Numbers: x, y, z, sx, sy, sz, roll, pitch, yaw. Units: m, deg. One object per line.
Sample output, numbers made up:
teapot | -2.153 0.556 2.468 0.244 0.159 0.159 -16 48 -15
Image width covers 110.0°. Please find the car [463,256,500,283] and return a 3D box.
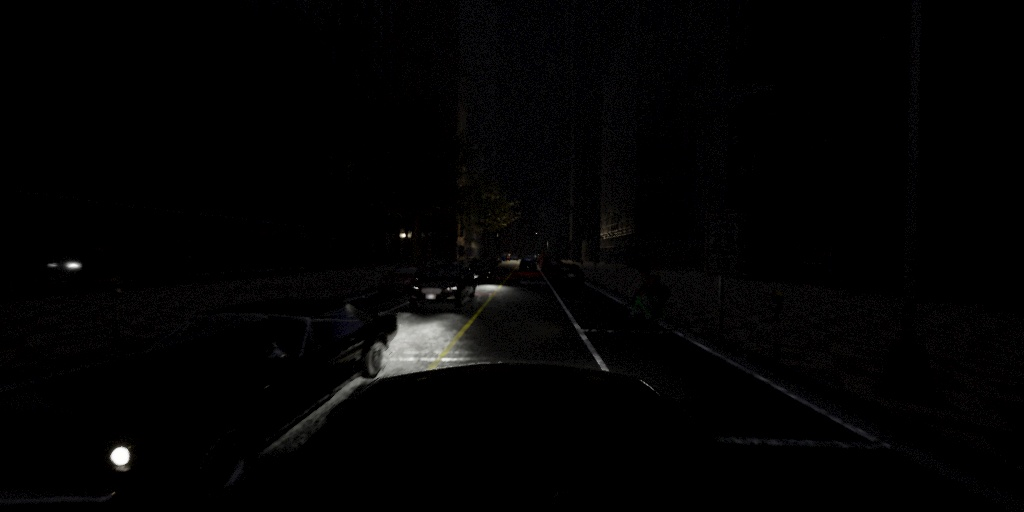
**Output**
car | -2.107 0.990 24.822 1.837 1.490 4.892 1 1 3

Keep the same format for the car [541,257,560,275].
car | 4.087 1.044 34.499 1.888 1.381 4.507 0 0 3

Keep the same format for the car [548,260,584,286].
car | 3.571 1.159 23.234 1.948 1.339 4.313 0 0 3

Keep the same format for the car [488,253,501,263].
car | -3.393 0.494 57.429 2.192 1.841 5.009 0 0 3

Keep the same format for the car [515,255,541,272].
car | 1.761 0.907 39.488 2.128 1.511 4.902 1 0 2

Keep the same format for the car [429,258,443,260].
car | -4.945 0.890 23.629 1.967 1.591 4.097 0 0 3

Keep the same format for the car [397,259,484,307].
car | -2.594 1.069 14.395 2.128 1.511 4.902 1 1 3

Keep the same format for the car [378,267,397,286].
car | -5.203 1.082 17.996 1.802 1.307 4.207 0 0 3

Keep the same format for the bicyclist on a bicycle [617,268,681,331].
bicyclist on a bicycle | 3.582 1.143 9.330 1.656 1.620 0.582 1 1 3

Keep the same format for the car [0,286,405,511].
car | -3.065 1.274 4.352 1.895 1.301 4.718 1 1 1

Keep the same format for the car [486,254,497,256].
car | -3.651 0.768 51.795 1.888 1.381 4.507 0 0 3

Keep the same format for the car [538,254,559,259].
car | 4.346 0.768 40.133 2.192 1.841 5.009 0 0 3

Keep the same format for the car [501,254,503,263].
car | -3.134 0.702 63.063 1.948 1.339 4.313 0 0 3
